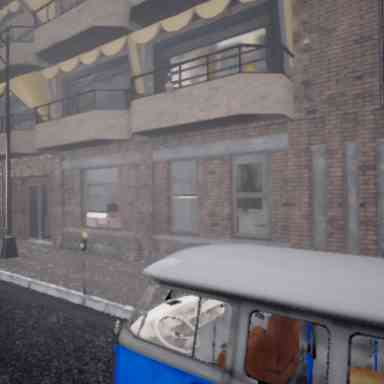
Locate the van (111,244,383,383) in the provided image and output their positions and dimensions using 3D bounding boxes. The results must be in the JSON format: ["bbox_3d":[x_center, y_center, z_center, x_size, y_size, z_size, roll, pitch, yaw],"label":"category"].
[{"bbox_3d":[1.227,1.341,2.021,3.998,1.788,1.690,0,-1,36],"label":"van"}]
